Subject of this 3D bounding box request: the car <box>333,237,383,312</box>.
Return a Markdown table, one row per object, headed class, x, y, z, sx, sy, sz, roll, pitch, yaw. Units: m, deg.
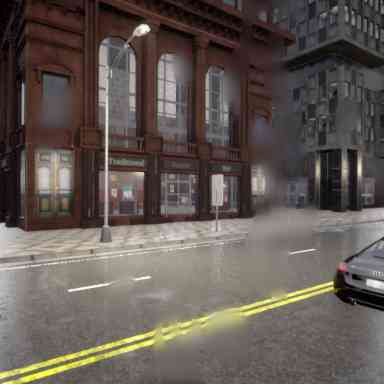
| class | x | y | z | sx | sy | sz | roll | pitch | yaw |
| --- | --- | --- | --- | --- | --- | --- | --- | --- | --- |
| car | 4.825 | 1.561 | 6.899 | 4.181 | 1.385 | 1.994 | 0 | 0 | -35 |
